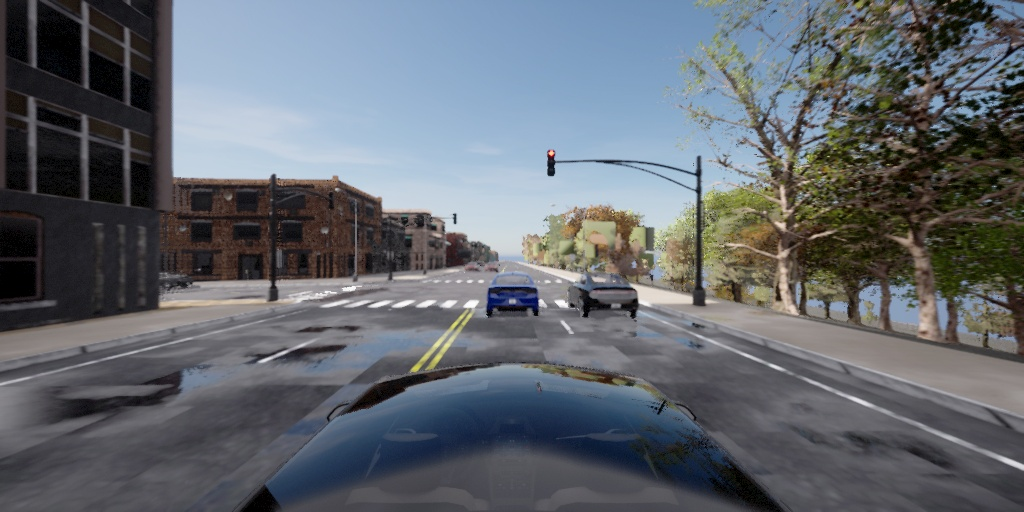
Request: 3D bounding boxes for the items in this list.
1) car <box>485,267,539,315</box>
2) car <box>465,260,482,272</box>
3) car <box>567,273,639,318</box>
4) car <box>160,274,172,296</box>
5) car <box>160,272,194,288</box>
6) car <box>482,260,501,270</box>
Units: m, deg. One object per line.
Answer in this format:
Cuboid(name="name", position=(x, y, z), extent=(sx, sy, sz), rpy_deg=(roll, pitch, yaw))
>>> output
Cuboid(name="car", position=(0.042, 1.379, 14.385), extent=(1.882, 1.535, 5.008), rpy_deg=(0, -1, 1))
Cuboid(name="car", position=(-6.661, 1.803, 59.980), extent=(2.097, 1.767, 4.553), rpy_deg=(0, -1, 0))
Cuboid(name="car", position=(3.285, 1.385, 13.671), extent=(2.128, 1.511, 4.902), rpy_deg=(0, -1, 1))
Cuboid(name="car", position=(-22.625, 1.911, 20.421), extent=(4.313, 1.339, 1.948), rpy_deg=(0, 0, -1))
Cuboid(name="car", position=(-28.337, 2.000, 28.939), extent=(4.403, 1.370, 2.007), rpy_deg=(0, 0, -1))
Cuboid(name="car", position=(-3.413, 1.803, 59.993), extent=(2.097, 1.767, 4.553), rpy_deg=(0, -1, 0))
